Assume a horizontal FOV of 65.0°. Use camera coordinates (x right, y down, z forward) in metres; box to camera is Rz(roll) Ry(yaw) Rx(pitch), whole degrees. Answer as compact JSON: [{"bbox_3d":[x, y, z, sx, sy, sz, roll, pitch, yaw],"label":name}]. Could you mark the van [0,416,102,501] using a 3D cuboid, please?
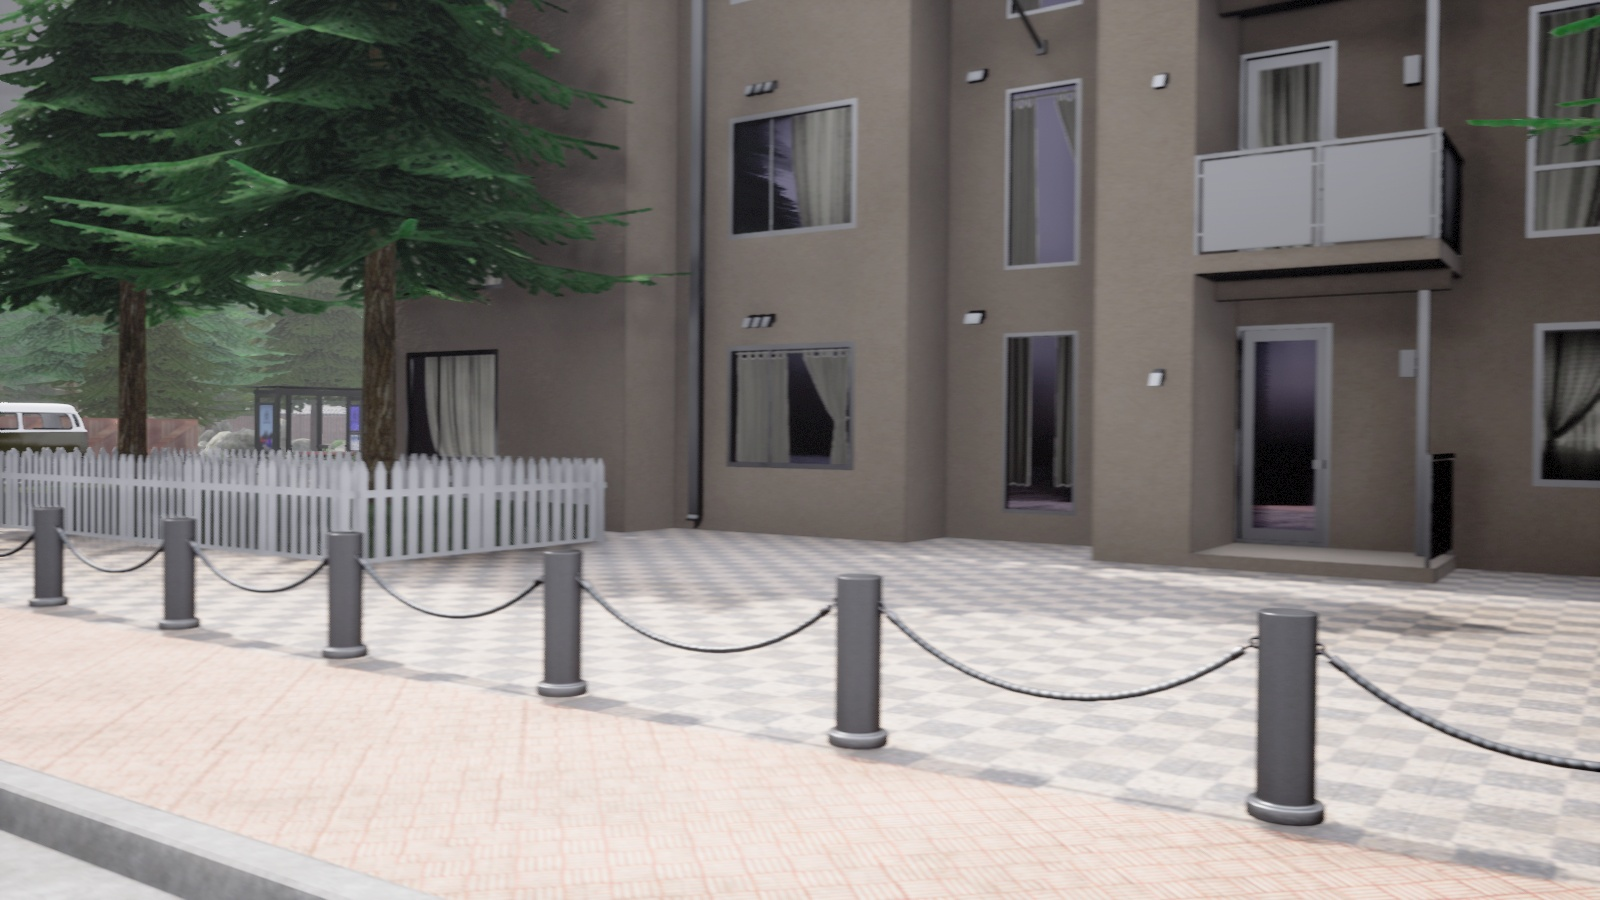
[{"bbox_3d":[-19.868,0.201,30.633,2.069,2.038,4.480,0,1,35],"label":"van"}]
